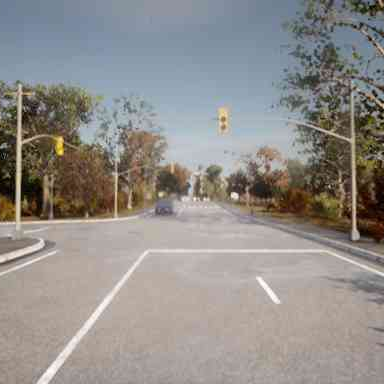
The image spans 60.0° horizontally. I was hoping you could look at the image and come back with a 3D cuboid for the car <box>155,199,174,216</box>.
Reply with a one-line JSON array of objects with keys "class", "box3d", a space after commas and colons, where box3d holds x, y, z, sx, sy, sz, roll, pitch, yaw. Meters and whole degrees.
[{"class": "car", "box3d": [-3.522, 2.035, 43.311, 2.150, 2.045, 5.566, 0, 1, 0]}]
